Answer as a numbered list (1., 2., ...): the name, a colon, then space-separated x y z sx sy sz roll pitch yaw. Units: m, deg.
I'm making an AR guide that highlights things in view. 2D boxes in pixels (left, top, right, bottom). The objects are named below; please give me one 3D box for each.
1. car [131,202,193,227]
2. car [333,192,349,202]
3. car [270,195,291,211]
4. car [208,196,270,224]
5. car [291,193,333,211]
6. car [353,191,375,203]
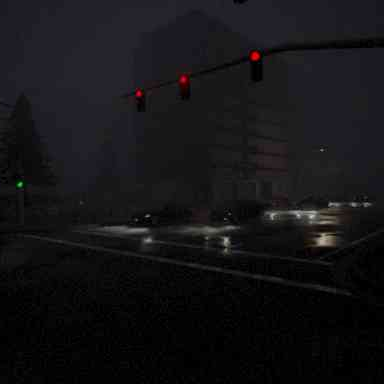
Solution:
1. car: -1.886 1.409 22.398 1.812 1.442 4.674 -1 1 43
2. car: 21.463 0.715 48.817 2.128 1.511 4.902 -1 1 41
3. car: 8.789 1.048 34.560 1.882 1.535 5.008 -1 1 41
4. car: 3.118 1.250 22.824 1.882 1.535 5.008 -1 1 41
5. car: 11.920 1.076 32.817 1.994 1.385 4.181 -1 1 41
6. car: 24.090 0.671 46.504 1.882 1.535 5.008 -1 1 41
